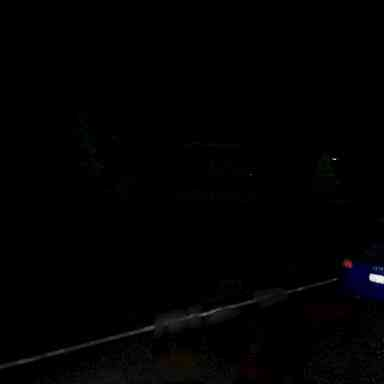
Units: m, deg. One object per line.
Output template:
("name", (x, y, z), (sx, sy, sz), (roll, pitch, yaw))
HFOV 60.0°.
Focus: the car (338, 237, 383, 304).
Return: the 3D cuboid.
("car", (5.149, 1.613, 7.422), (4.181, 1.385, 1.994), (0, 0, -36))
